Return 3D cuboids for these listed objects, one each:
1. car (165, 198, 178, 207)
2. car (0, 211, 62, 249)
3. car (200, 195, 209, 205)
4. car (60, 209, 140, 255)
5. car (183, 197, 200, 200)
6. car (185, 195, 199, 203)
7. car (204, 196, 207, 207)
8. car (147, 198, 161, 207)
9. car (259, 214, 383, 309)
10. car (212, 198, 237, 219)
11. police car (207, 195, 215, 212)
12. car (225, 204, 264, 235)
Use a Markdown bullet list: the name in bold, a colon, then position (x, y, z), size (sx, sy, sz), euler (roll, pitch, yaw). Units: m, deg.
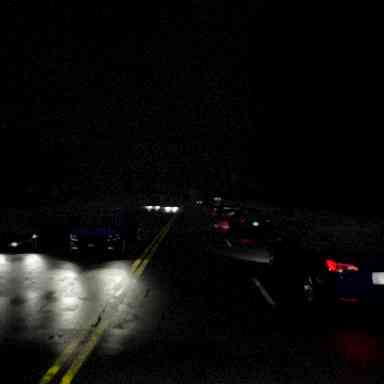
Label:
- **car**: position (-3.327, 1.720, 55.143), size (2.128, 1.511, 4.902), euler (0, 0, 0)
- **car**: position (-6.603, 1.575, 15.024), size (2.033, 1.411, 5.357), euler (0, 0, 0)
- **car**: position (3.236, 1.516, 63.035), size (2.150, 2.045, 5.566), euler (0, -1, 0)
- **car**: position (-3.352, 1.501, 13.553), size (1.882, 1.535, 5.008), euler (0, 0, 0)
- **car**: position (-0.043, 1.601, 89.418), size (5.357, 1.411, 2.033), euler (1, 2, 45)
- **car**: position (-0.016, 1.699, 71.950), size (1.812, 1.442, 4.674), euler (0, -1, 0)
- **car**: position (3.238, 1.710, 51.994), size (1.837, 1.490, 4.892), euler (0, 0, 0)
- **car**: position (-6.561, 1.813, 57.652), size (1.994, 1.385, 4.181), euler (0, 0, 1)
- **car**: position (3.247, 1.514, 7.995), size (2.163, 1.488, 4.792), euler (0, 0, 0)
- **car**: position (3.243, 1.570, 29.978), size (2.128, 1.511, 4.902), euler (0, 0, 0)
- **police car**: position (3.241, 1.560, 41.097), size (1.930, 1.638, 5.238), euler (0, 0, 0)
- **car**: position (3.245, 1.603, 18.971), size (1.994, 1.385, 4.181), euler (0, 0, 0)
